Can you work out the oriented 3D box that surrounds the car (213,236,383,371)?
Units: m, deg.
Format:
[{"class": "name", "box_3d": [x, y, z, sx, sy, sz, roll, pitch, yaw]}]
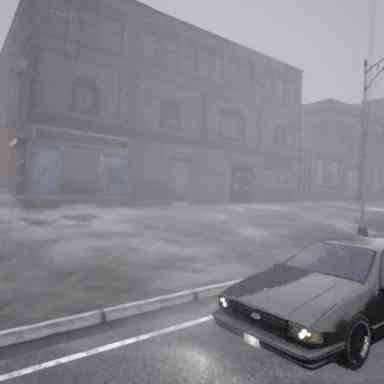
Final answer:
[{"class": "car", "box_3d": [2.930, 1.536, 5.885, 5.357, 1.411, 2.033, 0, 0, -36]}]
